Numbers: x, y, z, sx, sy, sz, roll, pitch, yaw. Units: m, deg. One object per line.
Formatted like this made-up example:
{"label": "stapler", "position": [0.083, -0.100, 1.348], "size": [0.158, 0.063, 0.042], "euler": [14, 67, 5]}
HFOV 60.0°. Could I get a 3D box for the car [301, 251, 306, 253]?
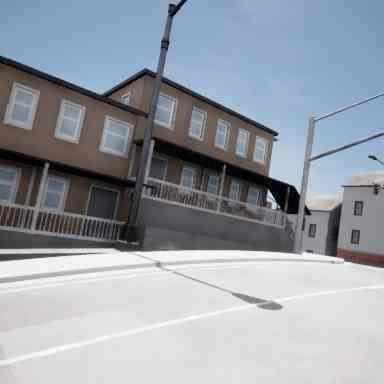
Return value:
{"label": "car", "position": [9.743, 6.040, 30.369], "size": [1.994, 1.385, 4.181], "euler": [14, -17, -34]}
